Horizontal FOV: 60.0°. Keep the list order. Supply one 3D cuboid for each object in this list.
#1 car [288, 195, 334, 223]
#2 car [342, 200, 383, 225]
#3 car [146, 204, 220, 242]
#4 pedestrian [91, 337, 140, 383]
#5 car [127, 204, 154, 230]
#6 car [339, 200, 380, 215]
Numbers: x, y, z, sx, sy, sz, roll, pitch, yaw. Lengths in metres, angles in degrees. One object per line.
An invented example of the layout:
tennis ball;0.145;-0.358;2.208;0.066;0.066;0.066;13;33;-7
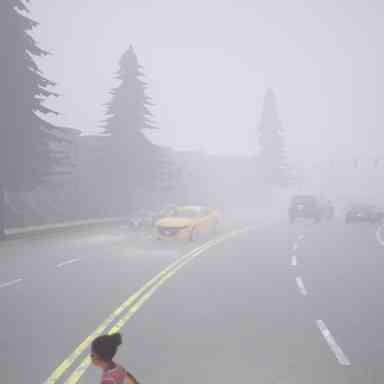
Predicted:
car;9.322;1.224;25.840;2.150;2.045;5.566;0;0;36
car;12.802;1.564;24.569;1.994;1.385;4.181;0;0;38
car;-0.103;1.477;16.651;1.882;1.535;5.008;0;0;23
pedestrian;-0.575;1.294;2.356;0.375;1.860;0.375;0;0;4
car;-2.084;1.491;20.784;2.128;1.511;4.902;0;0;26
car;17.552;1.547;34.699;5.357;1.411;2.033;0;0;-42
